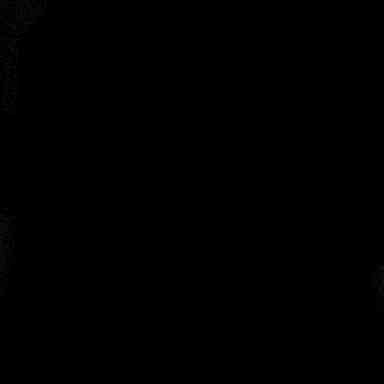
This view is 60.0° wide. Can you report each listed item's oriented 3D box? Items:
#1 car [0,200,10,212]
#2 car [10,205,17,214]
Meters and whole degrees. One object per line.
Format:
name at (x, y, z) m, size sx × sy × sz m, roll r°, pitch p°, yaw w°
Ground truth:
car at (-19.347, 1.181, 29.145) m, size 2.192 × 1.841 × 5.009 m, roll 0°, pitch -1°, yaw 36°
car at (-16.203, 1.524, 33.533) m, size 1.802 × 1.307 × 4.206 m, roll 0°, pitch -1°, yaw 36°
